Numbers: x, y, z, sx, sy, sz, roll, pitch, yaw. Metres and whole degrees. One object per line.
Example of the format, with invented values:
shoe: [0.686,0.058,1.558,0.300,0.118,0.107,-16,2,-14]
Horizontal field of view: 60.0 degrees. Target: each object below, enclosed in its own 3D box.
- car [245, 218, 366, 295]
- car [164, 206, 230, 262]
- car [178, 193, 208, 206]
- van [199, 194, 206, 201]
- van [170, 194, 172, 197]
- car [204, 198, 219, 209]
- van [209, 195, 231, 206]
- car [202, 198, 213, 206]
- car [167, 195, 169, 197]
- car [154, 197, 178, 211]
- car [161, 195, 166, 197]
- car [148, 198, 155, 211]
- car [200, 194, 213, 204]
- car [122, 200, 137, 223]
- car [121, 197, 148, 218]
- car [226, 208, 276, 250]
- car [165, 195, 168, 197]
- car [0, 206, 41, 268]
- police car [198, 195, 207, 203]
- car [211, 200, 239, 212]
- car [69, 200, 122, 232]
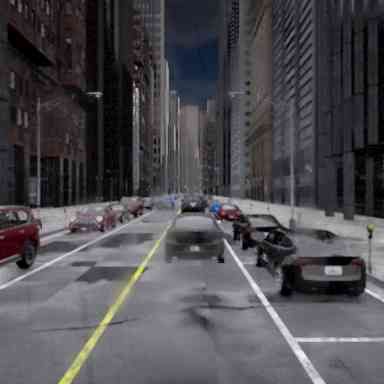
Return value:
car: [2.765,1.575,8.581,1.947,1.339,4.313,0,0,0]
car: [0.086,1.490,12.173,1.882,1.535,5.008,0,0,0]
car: [0.099,1.260,31.845,2.150,2.045,5.566,0,0,0]
van: [2.774,1.480,87.109,1.690,1.788,3.998,0,0,0]
van: [-5.753,1.446,70.271,1.690,1.788,3.998,0,0,0]
car: [2.769,1.628,47.845,1.947,1.339,4.313,0,0,0]
van: [2.768,1.378,31.018,1.690,1.788,3.998,0,0,0]
car: [2.770,1.664,59.063,1.802,1.307,4.206,0,0,0]
car: [-5.754,1.619,64.491,1.752,1.417,4.829,0,0,0]
car: [-3.089,1.614,40.399,1.994,1.385,4.181,0,0,0]
car: [-5.755,1.623,53.442,2.008,1.369,4.403,0,0,0]
car: [-5.756,1.619,42.223,1.947,1.339,4.313,0,0,0]
car: [2.771,1.408,64.673,2.192,1.841,5.009,0,0,0]
car: [-5.758,1.580,25.395,2.008,1.369,4.403,0,0,0]
car: [-5.757,1.352,31.004,2.192,1.841,5.009,0,0,0]
car: [2.766,1.581,14.191,1.947,1.339,4.313,0,0,0]
car: [-5.755,1.665,59.051,1.802,1.307,4.206,0,0,0]
car: [-5.760,1.324,8.566,2.192,1.841,5.009,0,0,0]
police car: [2.376,1.542,76.562,1.930,1.638,5.238,0,0,0]
car: [2.767,1.574,25.409,1.887,1.381,4.507,0,0,0]
car: [-5.759,1.462,19.785,1.967,1.590,4.097,0,0,0]
